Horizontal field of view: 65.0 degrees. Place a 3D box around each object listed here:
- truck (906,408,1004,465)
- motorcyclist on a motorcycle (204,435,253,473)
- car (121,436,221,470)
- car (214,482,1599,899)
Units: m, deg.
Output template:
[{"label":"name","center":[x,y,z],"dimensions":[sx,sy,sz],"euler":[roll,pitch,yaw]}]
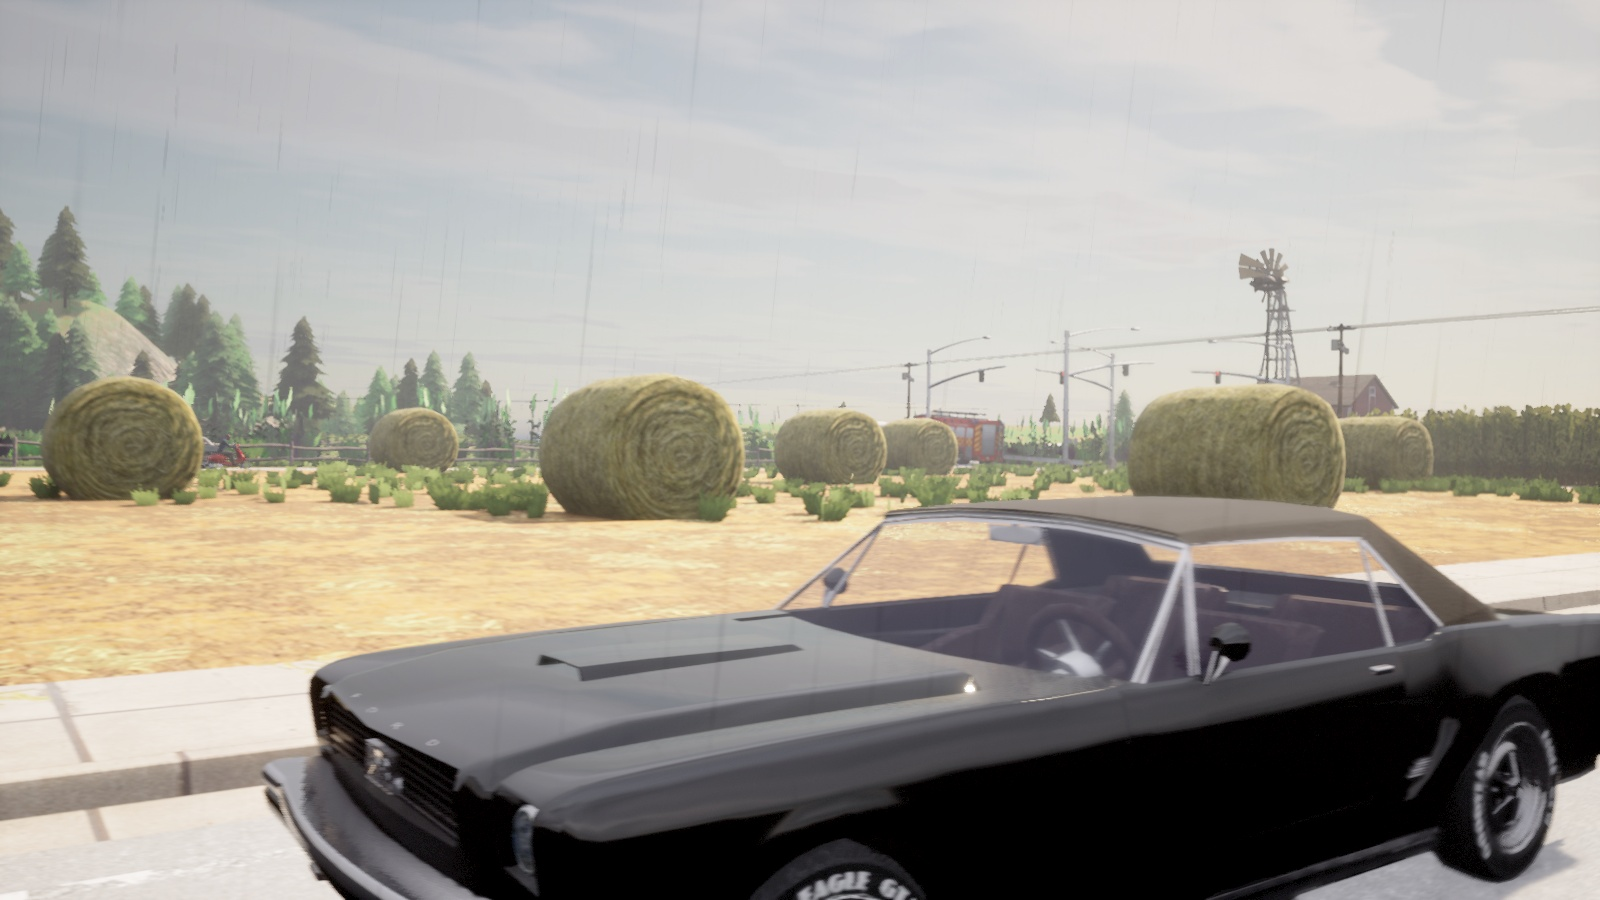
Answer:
[{"label":"truck","center":[11.622,-1.102,95.409],"dimensions":[2.891,3.827,8.468],"euler":[0,4,-28]},{"label":"motorcyclist on a motorcycle","center":[-24.485,0.173,53.771],"dimensions":[1.817,1.590,0.866],"euler":[0,0,-31]},{"label":"car","center":[-27.940,0.141,55.782],"dimensions":[3.806,1.475,1.970],"euler":[0,0,-31]},{"label":"car","center":[0.785,0.823,4.203],"dimensions":[4.718,1.301,1.895],"euler":[0,0,-35]}]
